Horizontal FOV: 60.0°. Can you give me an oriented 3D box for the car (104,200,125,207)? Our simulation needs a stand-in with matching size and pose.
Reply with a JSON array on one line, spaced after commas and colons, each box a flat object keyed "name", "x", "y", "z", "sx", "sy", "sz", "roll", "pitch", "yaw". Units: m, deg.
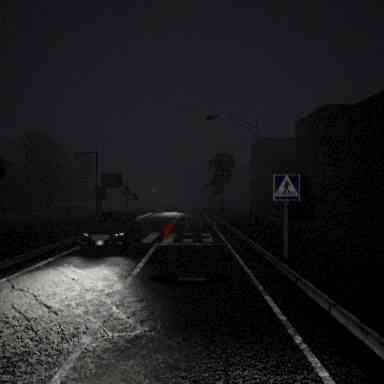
[{"name": "car", "x": -21.735, "y": 3.252, "z": 91.543, "sx": 5.008, "sy": 1.535, "sz": 2.097, "roll": 0, "pitch": -1, "yaw": 0}]

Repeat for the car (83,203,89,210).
[{"name": "car", "x": -21.849, "y": 2.551, "z": 59.917, "sx": 5.008, "sy": 1.535, "sz": 2.097, "roll": 0, "pitch": -1, "yaw": 0}]

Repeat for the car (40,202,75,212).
[{"name": "car", "x": -21.862, "y": 2.448, "z": 53.368, "sx": 4.674, "sy": 1.452, "sz": 2.002, "roll": 0, "pitch": -1, "yaw": 0}]

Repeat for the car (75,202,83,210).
[{"name": "car", "x": -21.849, "y": 2.481, "z": 56.644, "sx": 4.892, "sy": 1.521, "sz": 2.231, "roll": 0, "pitch": -1, "yaw": 0}]

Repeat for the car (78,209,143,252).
[{"name": "car", "x": -3.343, "y": 1.613, "z": 14.517, "sx": 2.128, "sy": 1.511, "sz": 4.902, "roll": 0, "pitch": -1, "yaw": 0}]

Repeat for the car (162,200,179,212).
[{"name": "car", "x": -3.158, "y": 2.442, "z": 52.943, "sx": 2.128, "sy": 1.511, "sz": 4.902, "roll": 0, "pitch": -1, "yaw": 0}]

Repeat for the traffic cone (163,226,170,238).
[{"name": "traffic cone", "x": -1.369, "y": 2.138, "z": 17.774, "sx": 0.340, "sy": 0.580, "sz": 0.340, "roll": 0, "pitch": -1, "yaw": 0}]

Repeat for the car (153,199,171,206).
[{"name": "car", "x": -8.646, "y": 3.324, "z": 94.265, "sx": 4.892, "sy": 1.521, "sz": 2.231, "roll": 0, "pitch": -1, "yaw": 0}]
